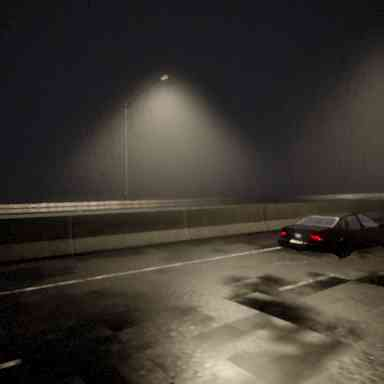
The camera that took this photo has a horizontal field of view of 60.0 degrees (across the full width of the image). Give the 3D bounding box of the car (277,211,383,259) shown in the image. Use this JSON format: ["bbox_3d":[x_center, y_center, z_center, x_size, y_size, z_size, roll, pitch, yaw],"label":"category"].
[{"bbox_3d":[5.433,1.409,12.004,5.357,1.411,2.033,-1,1,-35],"label":"car"}]
